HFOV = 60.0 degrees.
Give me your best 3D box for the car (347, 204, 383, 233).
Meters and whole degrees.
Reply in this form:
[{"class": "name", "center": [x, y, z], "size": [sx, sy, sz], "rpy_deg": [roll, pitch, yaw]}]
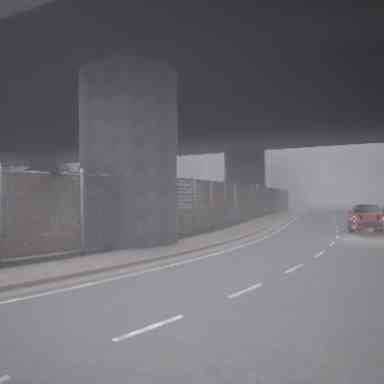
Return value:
[{"class": "car", "center": [10.692, 1.523, 20.325], "size": [2.097, 1.767, 4.553], "rpy_deg": [-1, -1, 24]}]
